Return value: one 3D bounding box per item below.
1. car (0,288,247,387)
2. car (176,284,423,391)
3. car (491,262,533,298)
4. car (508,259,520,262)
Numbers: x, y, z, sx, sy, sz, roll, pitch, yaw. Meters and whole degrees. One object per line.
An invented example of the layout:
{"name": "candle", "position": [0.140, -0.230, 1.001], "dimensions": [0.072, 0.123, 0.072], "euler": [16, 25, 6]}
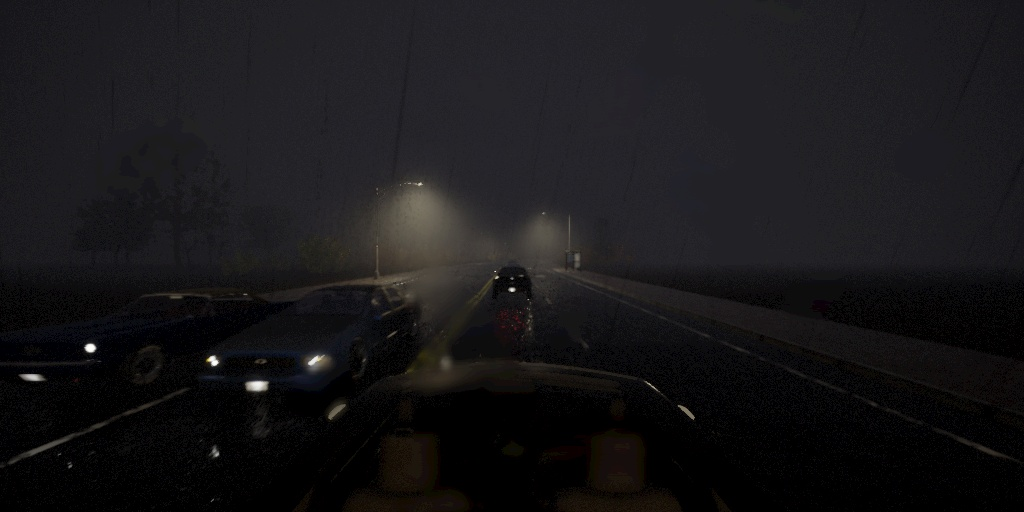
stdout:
{"name": "car", "position": [-6.532, 1.355, 7.105], "dimensions": [1.895, 1.301, 4.718], "euler": [0, 0, 1]}
{"name": "car", "position": [-3.279, 1.302, 7.315], "dimensions": [2.033, 1.411, 5.357], "euler": [0, 0, 1]}
{"name": "car", "position": [0.005, 1.265, 18.591], "dimensions": [1.837, 1.490, 4.892], "euler": [0, 0, 0]}
{"name": "car", "position": [0.121, 1.320, 42.301], "dimensions": [2.033, 1.411, 5.357], "euler": [0, 0, 0]}
